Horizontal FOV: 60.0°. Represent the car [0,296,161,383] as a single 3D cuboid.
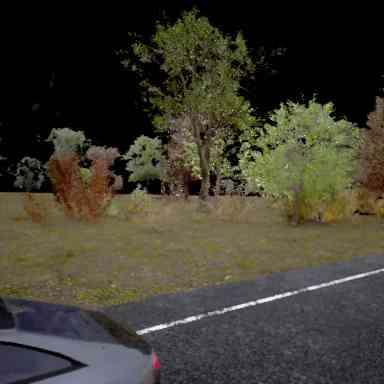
[{"bbox_3d":[-2.246,1.560,2.261,4.181,1.385,1.994,1,-1,-35],"label":"car"}]
